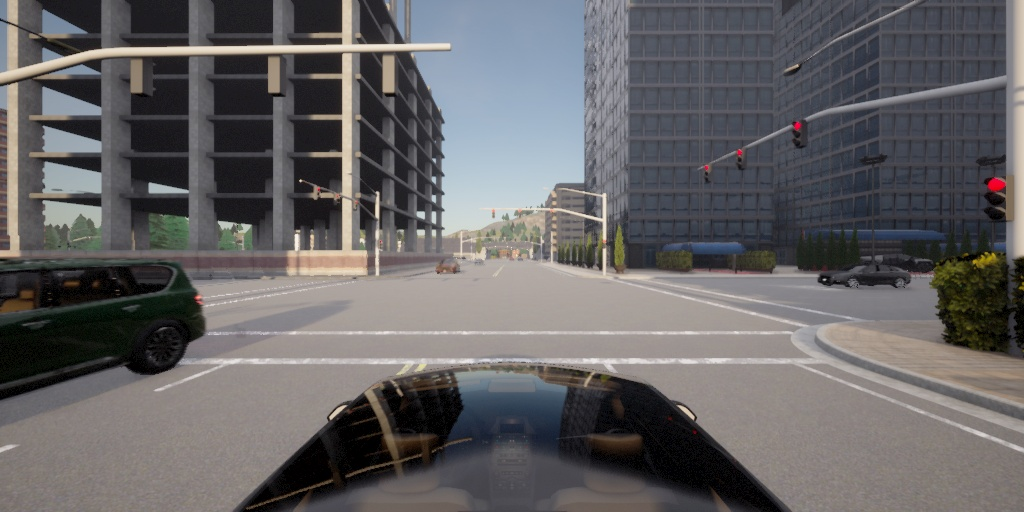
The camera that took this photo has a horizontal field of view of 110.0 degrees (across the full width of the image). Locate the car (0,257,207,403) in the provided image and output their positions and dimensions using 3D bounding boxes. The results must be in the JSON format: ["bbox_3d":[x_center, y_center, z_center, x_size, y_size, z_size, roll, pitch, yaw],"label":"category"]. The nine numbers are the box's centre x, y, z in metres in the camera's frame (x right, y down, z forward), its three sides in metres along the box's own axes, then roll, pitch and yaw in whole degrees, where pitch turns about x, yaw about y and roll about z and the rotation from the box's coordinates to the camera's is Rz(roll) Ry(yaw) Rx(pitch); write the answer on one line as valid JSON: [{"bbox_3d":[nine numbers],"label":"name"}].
[{"bbox_3d":[-7.000,1.043,4.607,2.150,2.045,5.566,0,0,0],"label":"car"}]

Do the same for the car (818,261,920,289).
[{"bbox_3d":[22.208,1.251,22.707,4.892,1.490,1.837,0,0,0],"label":"car"}]

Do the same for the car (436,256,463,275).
[{"bbox_3d":[-7.013,1.042,39.606,2.097,1.767,4.553,0,0,0],"label":"car"}]
